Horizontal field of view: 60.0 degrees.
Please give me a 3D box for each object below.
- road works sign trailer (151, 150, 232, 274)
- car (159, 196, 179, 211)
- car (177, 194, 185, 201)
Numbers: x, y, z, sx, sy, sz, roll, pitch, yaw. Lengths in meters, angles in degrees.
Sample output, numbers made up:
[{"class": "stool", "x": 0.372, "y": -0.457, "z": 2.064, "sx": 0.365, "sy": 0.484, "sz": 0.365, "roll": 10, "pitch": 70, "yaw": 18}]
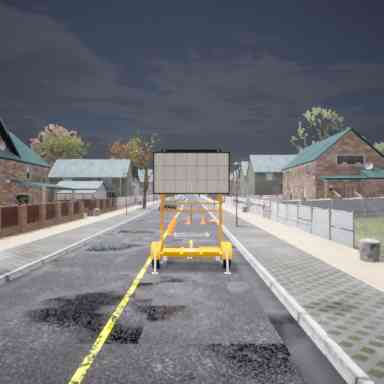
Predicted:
[{"class": "road works sign trailer", "x": -0.021, "y": 0.468, "z": 10.528, "sx": 2.380, "sy": 3.560, "sz": 2.880, "roll": 0, "pitch": 0, "yaw": 0}, {"class": "car", "x": -2.933, "y": 1.567, "z": 40.817, "sx": 1.994, "sy": 1.385, "sz": 4.181, "roll": 0, "pitch": 0, "yaw": 0}, {"class": "car", "x": -2.924, "y": 1.208, "z": 84.786, "sx": 2.150, "sy": 2.045, "sz": 5.566, "roll": 0, "pitch": 0, "yaw": 0}]
